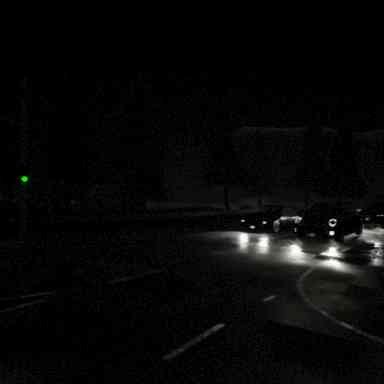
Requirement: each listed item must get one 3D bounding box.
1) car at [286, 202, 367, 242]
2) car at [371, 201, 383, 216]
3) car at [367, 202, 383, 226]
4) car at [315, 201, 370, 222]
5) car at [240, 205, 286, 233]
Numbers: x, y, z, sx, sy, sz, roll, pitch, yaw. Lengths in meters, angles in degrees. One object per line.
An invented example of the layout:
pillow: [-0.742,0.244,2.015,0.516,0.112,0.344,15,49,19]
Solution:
car: [6.780,1.324,16.431,2.097,1.767,4.553,0,0,41]
car: [19.810,1.572,32.823,4.718,1.301,1.895,0,0,-35]
car: [12.990,1.467,22.843,4.902,1.511,2.128,0,0,-42]
car: [12.241,1.510,26.940,5.357,1.411,2.033,0,0,-42]
car: [5.045,1.505,19.891,2.033,1.411,5.357,0,0,43]
